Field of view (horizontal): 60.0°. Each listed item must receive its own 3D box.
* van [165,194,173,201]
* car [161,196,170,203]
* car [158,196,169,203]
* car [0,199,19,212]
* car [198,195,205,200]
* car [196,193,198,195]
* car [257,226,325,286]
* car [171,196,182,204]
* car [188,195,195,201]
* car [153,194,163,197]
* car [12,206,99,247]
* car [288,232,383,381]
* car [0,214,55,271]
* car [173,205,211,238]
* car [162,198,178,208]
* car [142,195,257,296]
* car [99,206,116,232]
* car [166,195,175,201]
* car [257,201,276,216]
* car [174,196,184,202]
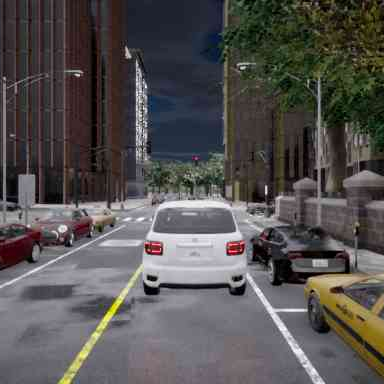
[{"bbox_3d":[-5.812,1.371,84.731,1.690,1.788,3.998,0,0,0],"label":"van"},{"bbox_3d":[-5.805,1.548,73.686,1.752,1.417,4.829,0,0,0],"label":"car"},{"bbox_3d":[-5.802,1.601,68.418,1.802,1.307,4.206,0,0,0],"label":"car"},{"bbox_3d":[-19.189,1.202,31.530,5.357,1.411,2.033,1,0,-5],"label":"car"},{"bbox_3d":[2.707,1.564,95.781,1.752,1.417,4.829,0,0,0],"label":"car"},{"bbox_3d":[-0.045,1.550,78.675,1.812,1.442,4.674,0,0,0],"label":"car"},{"bbox_3d":[2.756,1.566,9.228,1.947,1.339,4.313,0,0,0],"label":"car"},{"bbox_3d":[-3.060,1.583,66.976,1.994,1.385,4.181,0,0,1],"label":"car"},{"bbox_3d":[-0.050,1.533,88.581,1.837,1.490,4.892,0,0,0],"label":"car"},{"bbox_3d":[-5.797,1.329,57.543,2.192,1.841,5.009,0,0,0],"label":"car"},{"bbox_3d":[-5.773,1.441,14.679,1.967,1.590,4.097,0,0,0],"label":"car"},{"bbox_3d":[2.759,1.525,3.941,1.752,1.417,4.829,0,0,0],"label":"car"},{"bbox_3d":[-5.770,1.545,9.221,1.887,1.381,4.507,0,0,0],"label":"car"},{"bbox_3d":[0.013,1.527,18.464,1.812,1.442,4.674,0,0,1],"label":"car"},{"bbox_3d":[-3.123,1.574,48.106,1.994,1.385,4.181,0,0,0],"label":"car"},{"bbox_3d":[0.061,1.222,8.819,2.150,2.045,5.566,0,0,0],"label":"car"},{"bbox_3d":[-5.776,1.527,19.965,1.752,1.417,4.829,0,0,0],"label":"car"},{"bbox_3d":[-5.815,1.585,90.169,2.008,1.369,4.403,0,0,0],"label":"car"},{"bbox_3d":[7.902,1.693,34.381,4.892,1.490,1.837,1,0,-7],"label":"car"},{"bbox_3d":[-3.044,1.558,77.315,2.033,1.411,5.357,0,0,0],"label":"car"}]
